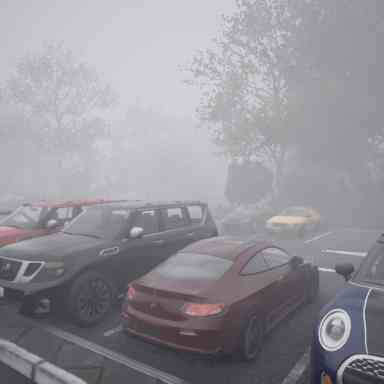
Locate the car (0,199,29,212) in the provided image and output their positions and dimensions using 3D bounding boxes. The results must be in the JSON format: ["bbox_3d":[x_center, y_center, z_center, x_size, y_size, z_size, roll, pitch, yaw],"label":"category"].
[{"bbox_3d":[-21.478,1.536,37.966,2.002,1.452,4.674,0,0,36],"label":"car"}]

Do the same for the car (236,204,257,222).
[{"bbox_3d":[3.581,1.486,20.072,2.231,1.521,4.892,0,0,36],"label":"car"}]

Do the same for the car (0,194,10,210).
[{"bbox_3d":[-25.926,1.255,41.112,2.435,2.045,5.566,0,0,36],"label":"car"}]

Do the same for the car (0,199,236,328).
[{"bbox_3d":[-1.459,1.232,7.556,2.435,2.045,5.566,0,0,36],"label":"car"}]

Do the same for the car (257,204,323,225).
[{"bbox_3d":[5.730,1.481,18.302,1.946,1.575,5.366,0,0,36],"label":"car"}]

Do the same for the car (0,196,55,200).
[{"bbox_3d":[-3.740,1.232,9.185,2.435,2.045,5.566,0,0,36],"label":"car"}]

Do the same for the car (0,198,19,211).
[{"bbox_3d":[-23.645,1.501,39.510,2.097,1.535,5.008,0,0,36],"label":"car"}]

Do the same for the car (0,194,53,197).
[{"bbox_3d":[-16.962,1.241,34.707,2.435,2.045,5.566,0,0,36],"label":"car"}]

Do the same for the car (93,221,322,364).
[{"bbox_3d":[0.837,1.522,5.947,2.002,1.452,4.674,0,0,36],"label":"car"}]

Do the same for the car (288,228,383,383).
[{"bbox_3d":[3.137,1.356,4.345,2.185,1.767,4.553,0,0,36],"label":"car"}]
